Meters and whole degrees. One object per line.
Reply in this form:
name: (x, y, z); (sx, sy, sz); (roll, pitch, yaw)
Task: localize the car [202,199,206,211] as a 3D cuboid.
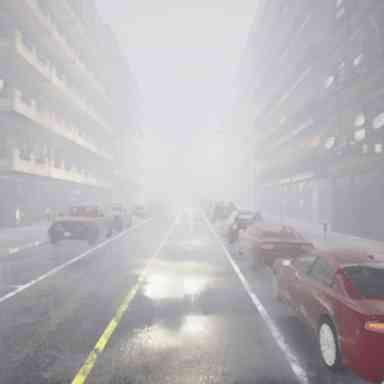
car: (2.542, 1.904, 38.747); (1.967, 1.590, 4.097); (1, -1, 0)

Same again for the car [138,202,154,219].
car: (-5.306, 1.959, 33.271); (1.947, 1.339, 4.313); (1, -1, 0)

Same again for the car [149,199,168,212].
car: (-5.305, 1.927, 49.863); (2.192, 1.841, 5.009); (1, -1, 0)

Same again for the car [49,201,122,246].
car: (-5.295, 1.507, 16.683); (2.192, 1.841, 5.009); (1, -1, 0)

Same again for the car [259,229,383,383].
car: (2.583, 1.609, 5.561); (1.887, 1.381, 4.507); (1, -1, 0)

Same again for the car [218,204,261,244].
car: (2.590, 1.632, 16.623); (1.967, 1.590, 4.097); (1, -1, 0)

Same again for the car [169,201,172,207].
car: (-5.317, 2.512, 71.982); (1.802, 1.307, 4.206); (1, -1, 0)

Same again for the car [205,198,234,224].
car: (2.548, 1.639, 27.686); (2.192, 1.841, 5.009); (1, -1, 0)

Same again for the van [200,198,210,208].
van: (2.536, 2.188, 66.403); (1.690, 1.788, 3.998); (1, -1, 0)

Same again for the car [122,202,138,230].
car: (-5.296, 1.573, 22.213); (2.192, 1.841, 5.009); (1, -1, 0)

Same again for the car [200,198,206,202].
car: (2.538, 2.082, 60.872); (2.192, 1.841, 5.009); (1, -1, 0)

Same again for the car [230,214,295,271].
car: (2.581, 1.672, 11.091); (1.887, 1.381, 4.507); (1, -1, 0)

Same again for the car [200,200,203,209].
car: (2.536, 2.193, 49.806); (1.802, 1.307, 4.206); (1, -1, 0)
